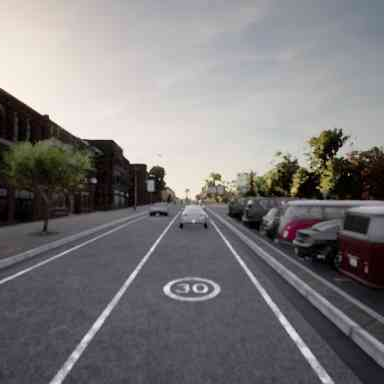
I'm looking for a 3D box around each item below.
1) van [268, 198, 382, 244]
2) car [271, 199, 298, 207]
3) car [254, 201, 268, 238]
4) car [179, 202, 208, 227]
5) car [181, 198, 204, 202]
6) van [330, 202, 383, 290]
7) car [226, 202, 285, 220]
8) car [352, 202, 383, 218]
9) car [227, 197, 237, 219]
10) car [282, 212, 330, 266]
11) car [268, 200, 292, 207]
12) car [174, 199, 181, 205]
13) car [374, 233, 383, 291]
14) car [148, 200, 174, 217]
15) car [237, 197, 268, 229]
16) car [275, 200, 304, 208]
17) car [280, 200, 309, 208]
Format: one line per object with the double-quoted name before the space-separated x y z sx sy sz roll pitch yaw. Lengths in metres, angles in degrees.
"van" 5.483 1.322 12.954 4.442 1.987 1.878 0 0 0
"car" 18.710 2.277 67.423 4.892 1.521 2.231 0 -1 0
"car" 5.566 1.440 15.757 4.553 1.767 2.185 0 0 0
"car" 0.104 1.682 23.942 1.812 1.442 4.674 0 0 0
"car" 0.105 1.755 41.181 2.097 1.767 4.553 0 -1 0
"van" 5.720 1.287 7.347 4.442 1.987 1.878 0 0 0
"car" 5.596 1.697 29.767 4.892 1.521 2.231 0 -1 0
"car" 18.679 1.729 32.520 5.008 1.535 2.097 0 -1 0
"car" 5.629 1.412 26.969 5.566 2.045 2.435 0 -1 0
"car" 5.595 1.532 10.148 4.892 1.521 2.231 0 0 0
"car" 18.715 2.368 70.698 4.674 1.452 2.002 0 -1 0
"car" -3.238 2.297 77.235 1.837 1.490 4.892 0 -1 0
"car" 5.601 1.495 4.542 5.008 1.535 2.097 0 0 0
"car" -3.343 1.848 34.892 2.033 1.411 5.357 0 -1 0
"car" 5.626 1.335 18.559 5.566 2.045 2.435 0 0 0
"car" 18.718 2.224 64.150 5.008 1.535 2.097 0 -1 0
"car" 18.707 2.215 61.001 4.674 1.452 2.002 0 -1 0
